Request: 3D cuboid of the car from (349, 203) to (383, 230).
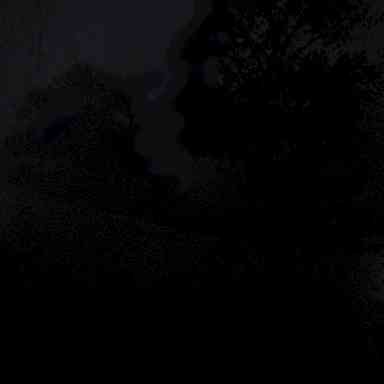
[{"bbox_3d":[14.869,1.894,25.009,5.566,2.045,2.435,0,-2,31],"label":"car"}]
